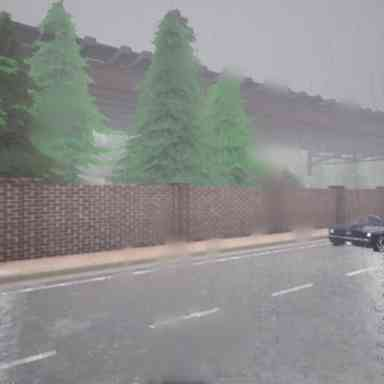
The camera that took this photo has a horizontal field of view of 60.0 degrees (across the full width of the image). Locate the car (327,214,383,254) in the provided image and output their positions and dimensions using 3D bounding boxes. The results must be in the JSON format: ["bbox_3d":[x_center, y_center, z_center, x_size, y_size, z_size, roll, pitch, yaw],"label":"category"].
[{"bbox_3d":[7.678,1.618,13.746,4.718,1.301,1.895,0,0,-35],"label":"car"}]
